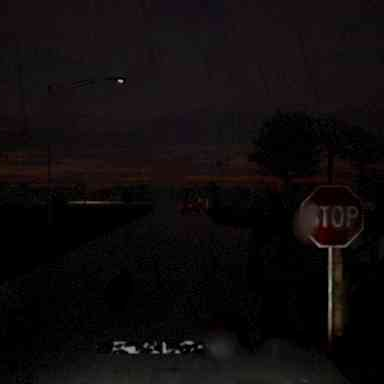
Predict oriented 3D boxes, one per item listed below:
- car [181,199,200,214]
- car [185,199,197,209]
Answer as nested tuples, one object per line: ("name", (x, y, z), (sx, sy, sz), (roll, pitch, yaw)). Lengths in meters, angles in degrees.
("car", (-0.117, 1.544, 38.137), (2.097, 1.767, 4.553), (0, -1, 0))
("car", (-0.201, 1.872, 53.301), (1.812, 1.442, 4.674), (0, 0, 0))
